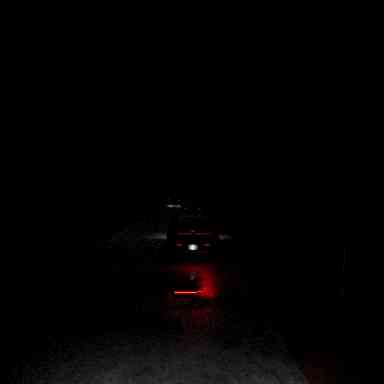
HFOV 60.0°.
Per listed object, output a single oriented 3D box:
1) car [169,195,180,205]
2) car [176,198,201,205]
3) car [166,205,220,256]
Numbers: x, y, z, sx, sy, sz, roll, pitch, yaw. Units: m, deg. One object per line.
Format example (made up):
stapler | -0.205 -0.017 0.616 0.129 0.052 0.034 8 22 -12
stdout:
car | -2.931 1.356 58.345 2.097 1.767 4.553 0 0 0
car | 0.036 1.486 28.041 2.128 1.511 4.902 0 0 0
car | 0.046 1.503 13.061 1.837 1.490 4.892 0 0 0
